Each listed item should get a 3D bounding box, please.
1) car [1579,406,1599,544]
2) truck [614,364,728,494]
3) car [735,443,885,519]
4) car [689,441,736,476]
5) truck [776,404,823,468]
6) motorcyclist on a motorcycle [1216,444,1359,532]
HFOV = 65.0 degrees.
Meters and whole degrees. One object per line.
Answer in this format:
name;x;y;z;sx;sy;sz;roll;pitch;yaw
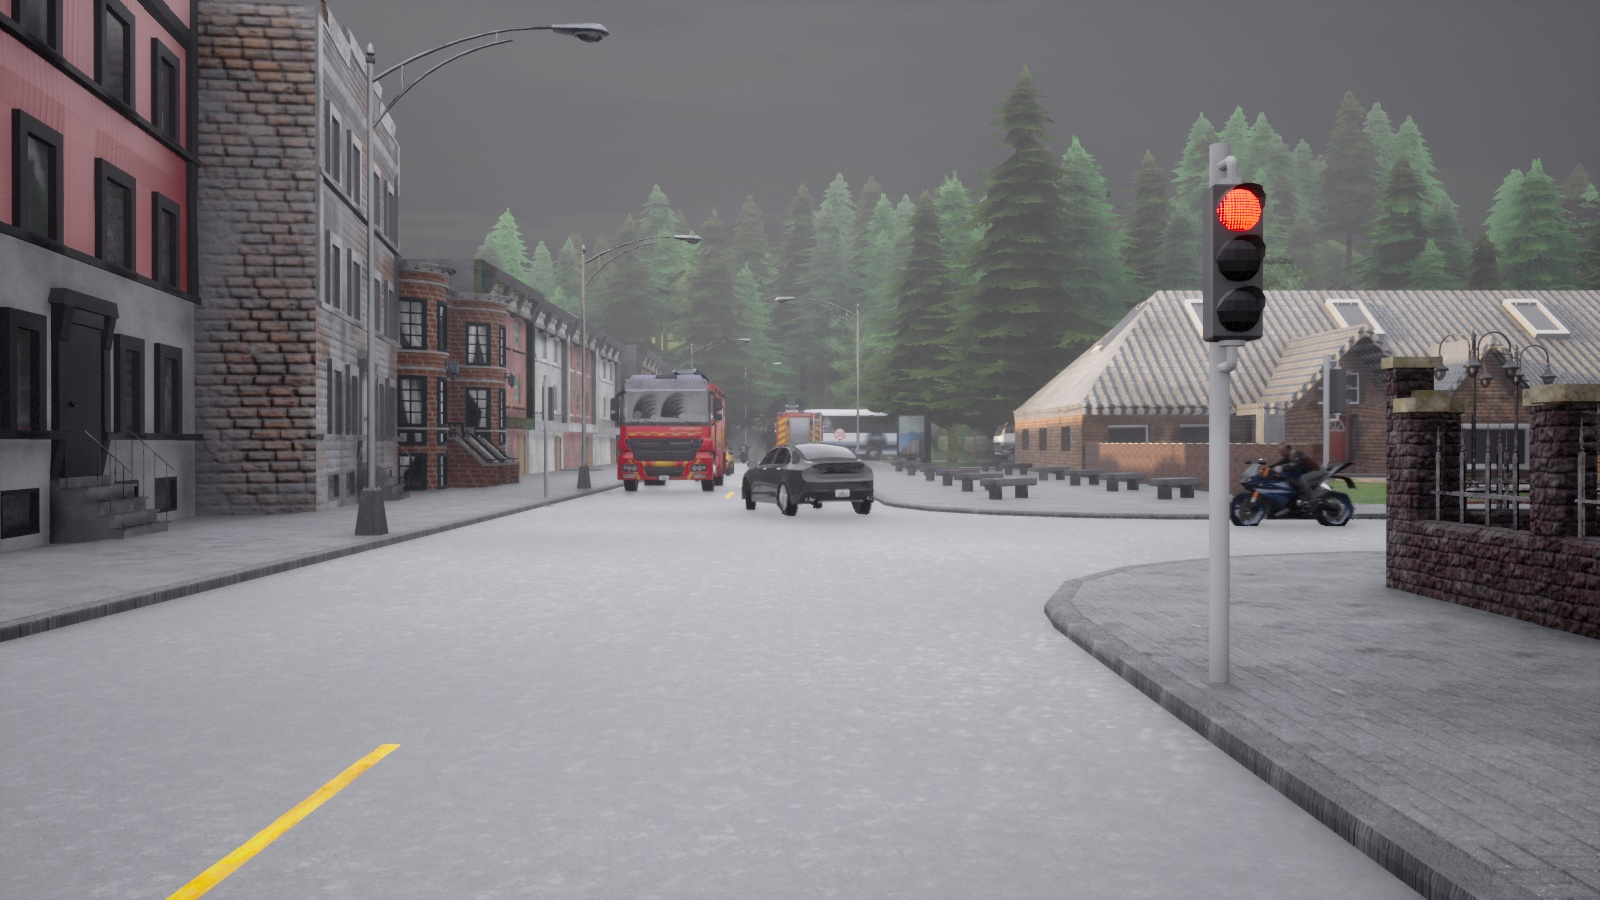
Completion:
car;14.694;0.375;18.153;5.566;2.045;2.150;0;0;-1
truck;-4.048;-0.654;41.252;2.891;3.827;8.468;0;0;0
car;0.098;0.597;27.362;1.837;1.490;4.892;-1;0;-17
car;-4.050;0.350;58.914;1.801;1.575;5.366;0;0;0
truck;-0.031;-0.872;80.357;2.891;3.827;8.468;0;0;0
motorcyclist on a motorcycle;8.621;0.663;22.283;2.191;1.530;0.866;0;0;0
